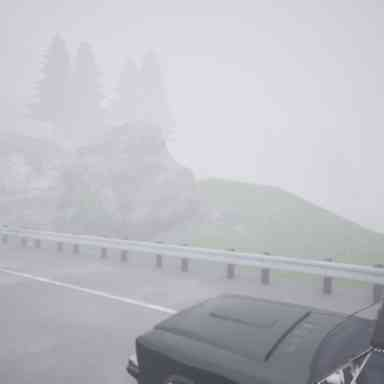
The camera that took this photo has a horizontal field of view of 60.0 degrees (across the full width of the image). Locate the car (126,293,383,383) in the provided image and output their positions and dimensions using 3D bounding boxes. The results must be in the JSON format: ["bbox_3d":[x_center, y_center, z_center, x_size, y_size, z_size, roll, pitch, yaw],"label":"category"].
[{"bbox_3d":[1.697,1.594,2.691,4.718,1.301,1.895,0,0,35],"label":"car"}]
